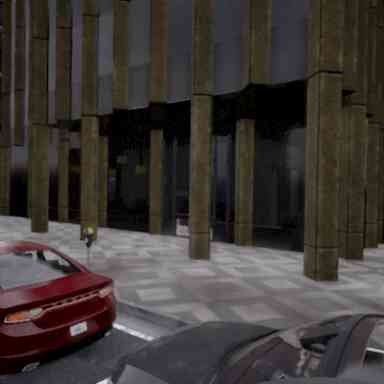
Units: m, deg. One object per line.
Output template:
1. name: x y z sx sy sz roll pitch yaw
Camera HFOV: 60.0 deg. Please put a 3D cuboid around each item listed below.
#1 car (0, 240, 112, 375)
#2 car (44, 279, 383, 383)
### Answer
1. car: -3.146 1.437 5.235 4.507 1.381 1.887 1 1 36
2. car: 1.266 1.549 2.057 4.403 1.369 2.008 1 1 36
